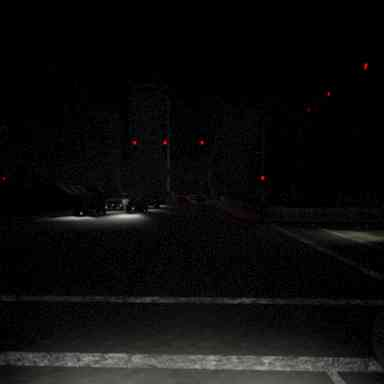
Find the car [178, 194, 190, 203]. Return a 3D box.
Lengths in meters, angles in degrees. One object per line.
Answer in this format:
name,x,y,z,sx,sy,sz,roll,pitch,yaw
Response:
car,-1.790,1.547,66.021,1.994,1.385,4.181,0,0,1

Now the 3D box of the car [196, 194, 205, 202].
car,1.915,1.333,74.527,2.128,1.511,4.902,0,0,1

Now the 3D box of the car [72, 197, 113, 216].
car,-9.769,1.539,32.482,2.033,1.411,5.357,0,0,4

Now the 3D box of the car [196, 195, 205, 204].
car,1.694,1.488,65.310,1.837,1.490,4.892,0,0,1

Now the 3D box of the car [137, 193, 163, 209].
car,-5.853,1.209,46.752,2.150,2.045,5.566,0,0,1

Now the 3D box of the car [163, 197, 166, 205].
car,-5.590,1.533,57.108,2.033,1.411,5.357,0,0,2

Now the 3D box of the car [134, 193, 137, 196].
car,-9.195,1.208,53.026,2.150,2.045,5.566,0,0,1

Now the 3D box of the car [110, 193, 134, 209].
car,-9.454,1.210,42.662,2.150,2.045,5.566,0,0,1

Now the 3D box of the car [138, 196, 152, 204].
car,-8.908,1.509,63.384,1.812,1.442,4.674,0,0,2

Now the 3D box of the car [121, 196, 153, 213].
car,-6.086,1.482,37.181,2.128,1.511,4.902,0,0,1

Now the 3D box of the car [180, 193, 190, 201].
car,-1.584,1.163,74.582,2.097,1.767,4.553,0,0,1
